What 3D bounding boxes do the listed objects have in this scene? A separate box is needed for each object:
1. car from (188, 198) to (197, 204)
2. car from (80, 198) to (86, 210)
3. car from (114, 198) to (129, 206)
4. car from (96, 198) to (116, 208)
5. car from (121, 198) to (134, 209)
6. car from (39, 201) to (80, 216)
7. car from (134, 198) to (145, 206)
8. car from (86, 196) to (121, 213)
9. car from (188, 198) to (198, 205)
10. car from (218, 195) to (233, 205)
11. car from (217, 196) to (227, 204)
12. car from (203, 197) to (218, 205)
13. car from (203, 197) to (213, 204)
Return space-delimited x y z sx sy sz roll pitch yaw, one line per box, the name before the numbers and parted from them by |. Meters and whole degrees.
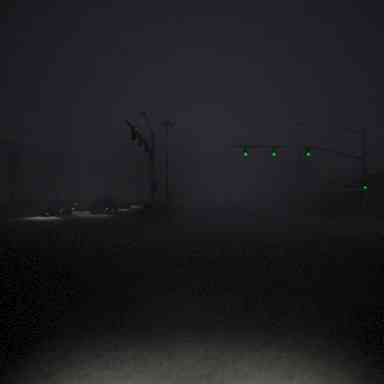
car | 0.110 2.002 77.727 1.994 1.385 4.181 0 0 0
car | -14.034 1.611 44.452 2.097 1.767 4.553 0 0 0
car | -13.926 1.906 65.749 1.812 1.442 4.674 0 0 1
car | -14.008 1.794 54.573 1.882 1.535 5.008 0 0 0
car | -10.524 1.820 50.618 1.812 1.442 4.674 0 0 0
car | -14.051 1.752 35.022 2.033 1.411 5.357 0 0 0
car | -10.440 1.867 64.845 2.128 1.511 4.902 0 0 1
car | -10.556 1.457 40.315 2.150 2.045 5.566 0 0 0
car | 0.195 1.897 67.655 1.837 1.490 4.892 0 0 0
car | 7.189 1.625 69.353 2.150 2.045 5.566 0 0 0
car | 7.114 1.816 79.715 2.097 1.767 4.553 0 0 1
car | 3.694 1.895 67.357 1.837 1.490 4.892 0 0 0
car | 3.610 1.975 77.757 2.128 1.511 4.902 0 0 0
